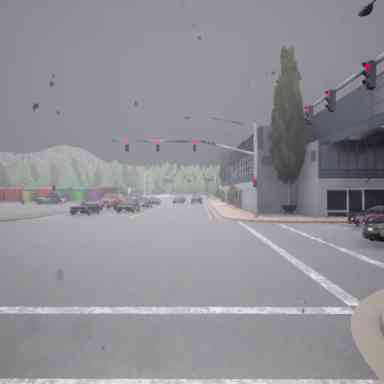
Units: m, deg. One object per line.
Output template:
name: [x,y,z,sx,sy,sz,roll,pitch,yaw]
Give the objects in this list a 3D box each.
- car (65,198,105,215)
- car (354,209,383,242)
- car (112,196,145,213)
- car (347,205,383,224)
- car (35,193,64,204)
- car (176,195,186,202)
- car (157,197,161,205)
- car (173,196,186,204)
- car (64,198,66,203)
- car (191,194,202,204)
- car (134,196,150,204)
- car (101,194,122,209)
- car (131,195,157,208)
car: [-10.641,1.601,33.515,1.895,1.301,4.718,0,0,1]
car: [9.612,1.564,14.233,4.181,1.385,1.994,0,0,0]
car: [-7.062,1.547,37.409,2.033,1.411,5.357,0,0,1]
car: [12.336,1.564,21.445,4.181,1.385,1.994,0,0,0]
car: [-24.757,1.156,57.254,3.866,1.878,1.905,0,0,0]
car: [-2.401,1.470,74.893,1.994,1.385,4.181,0,0,2]
car: [-6.488,1.564,57.102,1.994,1.385,4.181,0,0,2]
car: [-2.688,1.564,65.102,1.994,1.385,4.181,0,0,2]
car: [-24.735,1.395,60.149,3.806,1.475,1.970,0,0,0]
car: [0.885,1.352,64.252,2.097,1.767,4.553,0,0,2]
car: [-9.734,1.547,64.862,2.033,1.411,5.357,0,0,2]
car: [-10.412,1.221,43.279,2.150,2.045,5.566,0,0,2]
car: [-6.788,1.491,47.153,2.128,1.511,4.902,0,0,2]
